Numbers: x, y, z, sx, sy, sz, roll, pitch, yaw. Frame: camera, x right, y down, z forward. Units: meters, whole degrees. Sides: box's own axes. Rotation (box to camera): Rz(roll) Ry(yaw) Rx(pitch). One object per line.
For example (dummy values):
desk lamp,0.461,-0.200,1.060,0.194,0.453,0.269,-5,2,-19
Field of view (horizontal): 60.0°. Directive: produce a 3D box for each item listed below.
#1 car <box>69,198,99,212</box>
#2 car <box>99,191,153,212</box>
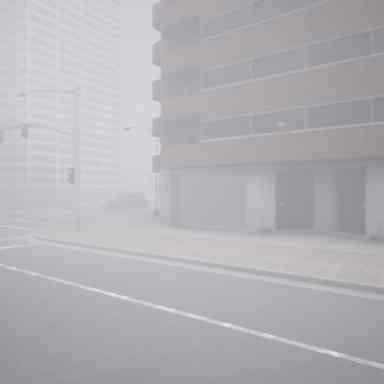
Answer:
car,-11.859,1.472,38.268,1.812,1.442,4.674,0,0,35
car,-7.506,1.173,38.396,2.150,2.045,5.566,0,0,35
